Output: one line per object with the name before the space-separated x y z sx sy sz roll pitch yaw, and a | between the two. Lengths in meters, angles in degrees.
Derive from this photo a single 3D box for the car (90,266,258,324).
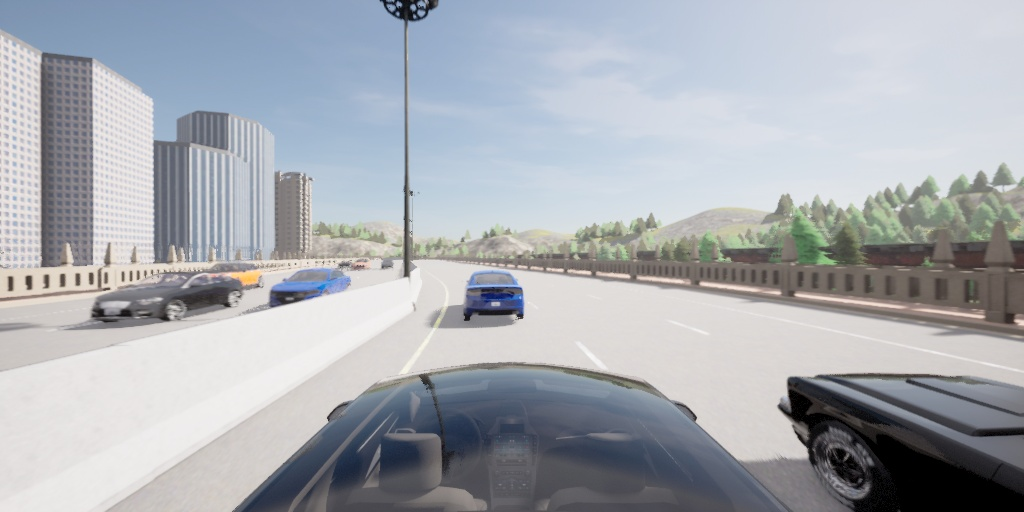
car | -11.454 1.291 12.411 2.128 1.511 4.902 0 0 -8

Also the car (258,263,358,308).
car | -8.333 1.264 15.262 1.882 1.535 5.008 0 0 -9

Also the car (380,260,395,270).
car | -19.463 1.341 56.158 1.837 1.490 4.892 0 0 -16

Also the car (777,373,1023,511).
car | 3.496 1.336 1.313 1.895 1.301 4.718 0 0 0

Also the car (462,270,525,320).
car | -0.747 1.232 12.777 1.882 1.535 5.008 0 0 -6

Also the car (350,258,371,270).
car | -22.352 1.202 53.572 2.097 1.767 4.553 0 0 -16

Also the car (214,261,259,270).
car | -16.575 1.174 21.040 2.097 1.767 4.553 0 0 -14
